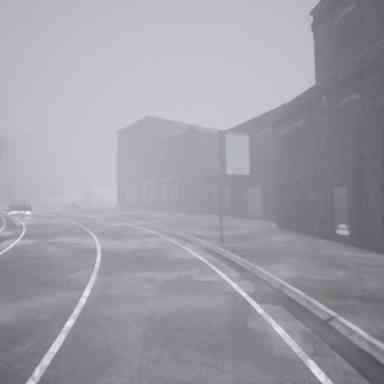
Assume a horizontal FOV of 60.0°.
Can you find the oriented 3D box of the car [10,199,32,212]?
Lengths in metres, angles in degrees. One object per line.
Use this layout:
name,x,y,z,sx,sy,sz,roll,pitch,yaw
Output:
car,-19.884,1.518,38.553,1.994,1.385,4.181,3,-1,-33
